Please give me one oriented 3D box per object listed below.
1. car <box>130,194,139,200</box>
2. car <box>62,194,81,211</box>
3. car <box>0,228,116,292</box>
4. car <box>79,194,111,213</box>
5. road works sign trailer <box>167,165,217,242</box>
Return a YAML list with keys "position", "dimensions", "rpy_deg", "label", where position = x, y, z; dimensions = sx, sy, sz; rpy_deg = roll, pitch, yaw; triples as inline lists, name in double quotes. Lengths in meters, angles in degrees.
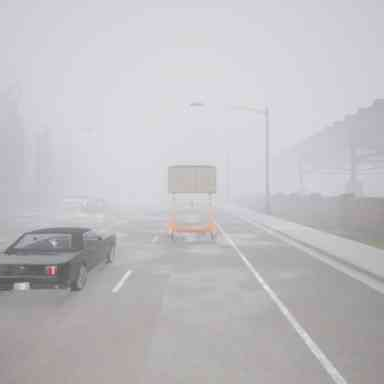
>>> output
- position: [-13.510, 1.213, 78.101]
  dimensions: [2.097, 1.767, 4.553]
  rpy_deg: [0, -2, -14]
  label: "car"
- position: [-14.086, 1.230, 41.162]
  dimensions: [2.150, 2.045, 5.566]
  rpy_deg: [0, 0, 0]
  label: "car"
- position: [-3.399, 1.603, 8.896]
  dimensions: [1.895, 1.301, 4.718]
  rpy_deg: [0, 0, 0]
  label: "car"
- position: [-10.585, 1.361, 37.190]
  dimensions: [2.097, 1.767, 4.553]
  rpy_deg: [0, 0, 0]
  label: "car"
- position: [0.004, 0.468, 16.322]
  dimensions: [2.380, 3.560, 2.880]
  rpy_deg: [0, 0, 0]
  label: "road works sign trailer"
